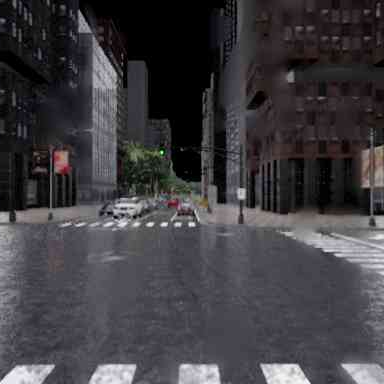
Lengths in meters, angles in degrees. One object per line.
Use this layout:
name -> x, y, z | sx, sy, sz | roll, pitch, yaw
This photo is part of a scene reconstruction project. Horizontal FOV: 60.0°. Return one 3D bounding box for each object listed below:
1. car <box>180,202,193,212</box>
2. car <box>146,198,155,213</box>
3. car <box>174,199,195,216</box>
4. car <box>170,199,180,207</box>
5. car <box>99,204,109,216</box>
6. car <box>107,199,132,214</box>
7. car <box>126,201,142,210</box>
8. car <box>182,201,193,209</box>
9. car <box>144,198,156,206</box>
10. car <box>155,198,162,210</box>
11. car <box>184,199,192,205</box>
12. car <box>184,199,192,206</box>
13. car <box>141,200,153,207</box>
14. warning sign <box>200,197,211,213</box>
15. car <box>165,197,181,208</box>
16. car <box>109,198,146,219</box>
car -> -0.750, 2.153, 48.431 | 1.802, 1.307, 4.206 | 0, -1, 0
car -> -6.573, 1.867, 44.179 | 2.097, 1.767, 4.553 | 0, -1, 0
car -> -0.664, 1.867, 37.584 | 1.967, 1.590, 4.097 | 0, -1, 0
car -> -3.718, 2.451, 74.405 | 2.128, 1.511, 4.902 | 0, -1, 0
car -> -9.188, 1.992, 37.517 | 1.947, 1.339, 4.313 | 0, -1, 0
car -> -9.233, 1.814, 42.946 | 2.192, 1.841, 5.009 | 0, -1, 0
car -> -9.317, 2.167, 53.623 | 1.752, 1.417, 4.829 | 0, -1, 0
car -> -0.837, 2.262, 59.280 | 1.887, 1.381, 4.507 | 0, -1, 0
car -> -9.493, 2.257, 75.498 | 2.192, 1.841, 5.009 | 0, -1, 0
car -> -6.643, 2.004, 54.379 | 2.097, 1.767, 4.553 | 0, -1, 0
car -> -1.055, 2.534, 86.403 | 1.967, 1.590, 4.097 | 0, -1, 0
car -> -1.012, 2.458, 80.979 | 1.967, 1.590, 4.097 | 0, -1, 0
car -> -9.449, 2.448, 70.069 | 1.802, 1.307, 4.206 | 0, -1, 0
warning sign -> 1.618, 1.591, 41.276 | 1.300, 1.860, 1.060 | 0, -1, 0
car -> -3.534, 2.003, 63.965 | 2.150, 2.045, 5.566 | 0, -1, -1
car -> -6.497, 1.604, 34.156 | 2.150, 2.045, 5.566 | 0, -1, 0
